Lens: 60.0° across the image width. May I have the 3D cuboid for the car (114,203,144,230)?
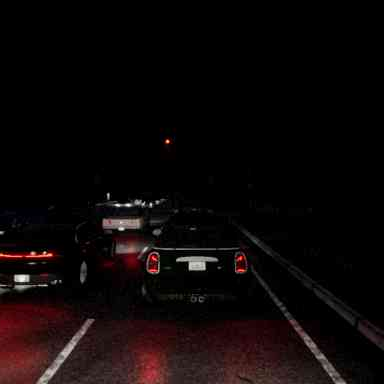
[{"bbox_3d":[-3.439,1.487,18.413,1.895,1.301,4.718,0,1,0],"label":"car"}]

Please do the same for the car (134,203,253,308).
[{"bbox_3d":[0.087,1.323,8.041,2.097,1.767,4.553,0,0,0],"label":"car"}]

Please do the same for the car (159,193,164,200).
[{"bbox_3d":[-7.185,1.005,66.035,2.033,1.411,5.357,0,1,1],"label":"car"}]

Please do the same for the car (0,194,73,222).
[{"bbox_3d":[-7.161,1.136,15.123,2.150,2.045,5.566,0,1,-1],"label":"car"}]

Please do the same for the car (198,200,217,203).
[{"bbox_3d":[0.057,1.388,17.237,2.128,1.511,4.902,0,0,1],"label":"car"}]

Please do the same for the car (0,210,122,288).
[{"bbox_3d":[-3.417,1.468,9.093,1.837,1.490,4.892,0,0,0],"label":"car"}]

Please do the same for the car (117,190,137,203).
[{"bbox_3d":[-10.707,0.928,53.818,2.097,1.767,4.553,0,0,0],"label":"car"}]

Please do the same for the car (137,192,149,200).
[{"bbox_3d":[-10.747,0.894,73.484,2.128,1.511,4.902,0,1,-1],"label":"car"}]

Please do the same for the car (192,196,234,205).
[{"bbox_3d":[2.595,1.285,37.390,4.181,1.385,1.994,0,0,-18],"label":"car"}]

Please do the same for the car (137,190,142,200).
[{"bbox_3d":[-10.694,0.709,63.259,2.150,2.045,5.566,0,1,0],"label":"car"}]

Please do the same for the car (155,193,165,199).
[{"bbox_3d":[-7.318,0.870,76.462,2.033,1.411,5.357,0,1,-1],"label":"car"}]

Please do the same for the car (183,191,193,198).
[{"bbox_3d":[-0.698,0.707,86.045,1.812,1.442,4.674,0,1,-4],"label":"car"}]

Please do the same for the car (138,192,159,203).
[{"bbox_3d":[-7.211,1.105,55.967,2.033,1.411,5.357,0,1,0],"label":"car"}]

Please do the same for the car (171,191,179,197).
[{"bbox_3d":[-4.937,0.541,95.504,1.837,1.490,4.892,0,1,-7],"label":"car"}]

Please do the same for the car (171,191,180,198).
[{"bbox_3d":[-4.157,0.681,85.345,1.882,1.535,5.008,0,1,-4],"label":"car"}]

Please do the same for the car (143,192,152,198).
[{"bbox_3d":[-11.085,0.749,83.705,1.812,1.442,4.674,0,1,-2],"label":"car"}]
